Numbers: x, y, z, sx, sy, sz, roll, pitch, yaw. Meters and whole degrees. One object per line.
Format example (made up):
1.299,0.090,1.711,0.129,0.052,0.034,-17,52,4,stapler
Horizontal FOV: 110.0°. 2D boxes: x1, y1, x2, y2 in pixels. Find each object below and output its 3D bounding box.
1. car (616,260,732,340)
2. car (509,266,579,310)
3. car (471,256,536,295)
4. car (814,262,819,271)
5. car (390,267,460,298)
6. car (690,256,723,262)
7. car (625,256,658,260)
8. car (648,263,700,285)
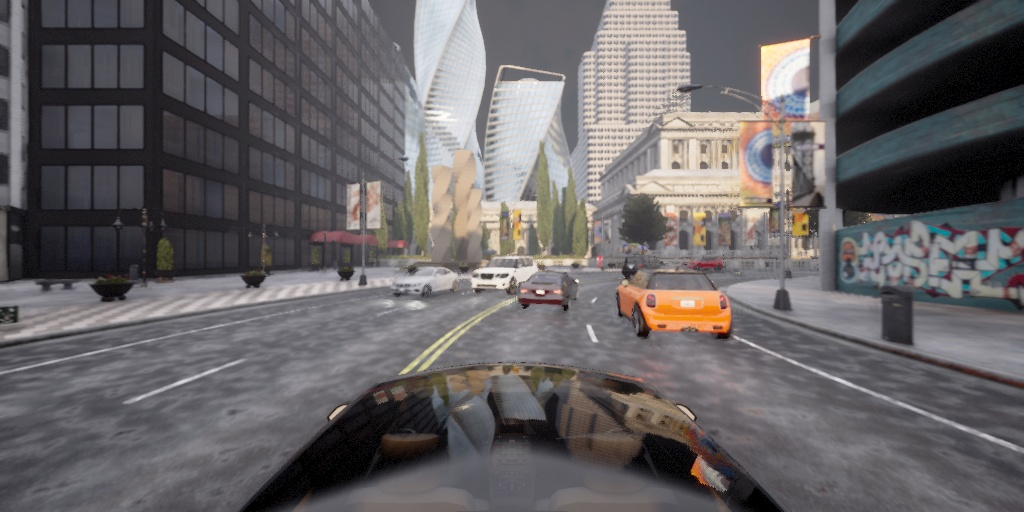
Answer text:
4.310,1.113,10.292,2.097,1.767,4.553,0,0,8,car
1.680,1.310,15.019,2.033,1.411,5.357,0,0,16,car
-0.232,0.996,20.494,2.150,2.045,5.566,0,0,23,car
41.960,1.030,45.769,5.566,2.045,2.150,0,0,1,car
-4.403,1.298,18.986,1.812,1.442,4.674,0,0,19,car
25.131,1.031,47.370,5.566,2.045,2.150,0,0,-16,car
11.814,1.011,31.691,5.566,2.045,2.150,0,0,-44,car
12.559,1.331,27.591,2.033,1.411,5.357,0,0,43,car
